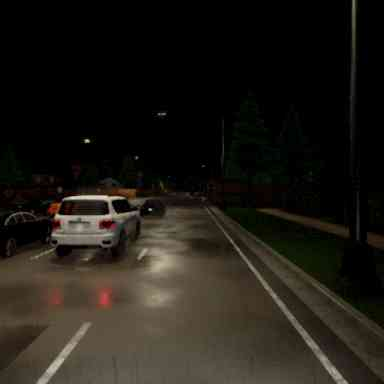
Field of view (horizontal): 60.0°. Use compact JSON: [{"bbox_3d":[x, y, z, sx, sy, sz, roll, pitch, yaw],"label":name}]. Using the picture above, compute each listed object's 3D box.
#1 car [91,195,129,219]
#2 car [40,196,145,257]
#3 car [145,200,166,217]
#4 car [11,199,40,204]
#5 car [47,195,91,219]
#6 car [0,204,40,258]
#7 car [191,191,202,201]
[{"bbox_3d":[-6.923,1.204,28.601,2.097,1.767,4.553,0,0,0],"label":"car"},{"bbox_3d":[-3.420,1.154,12.827,2.150,2.045,5.566,0,0,0],"label":"car"},{"bbox_3d":[-3.420,1.412,29.413,1.994,1.385,4.181,0,0,0],"label":"car"},{"bbox_3d":[-14.217,1.353,29.160,1.837,1.490,4.892,0,0,0],"label":"car"},{"bbox_3d":[-10.423,1.204,28.609,2.097,1.767,4.553,0,0,0],"label":"car"},{"bbox_3d":[-6.922,1.426,12.510,2.128,1.511,4.902,0,0,0],"label":"car"},{"bbox_3d":[1.211,1.077,73.491,1.801,1.575,5.366,0,0,0],"label":"car"}]
